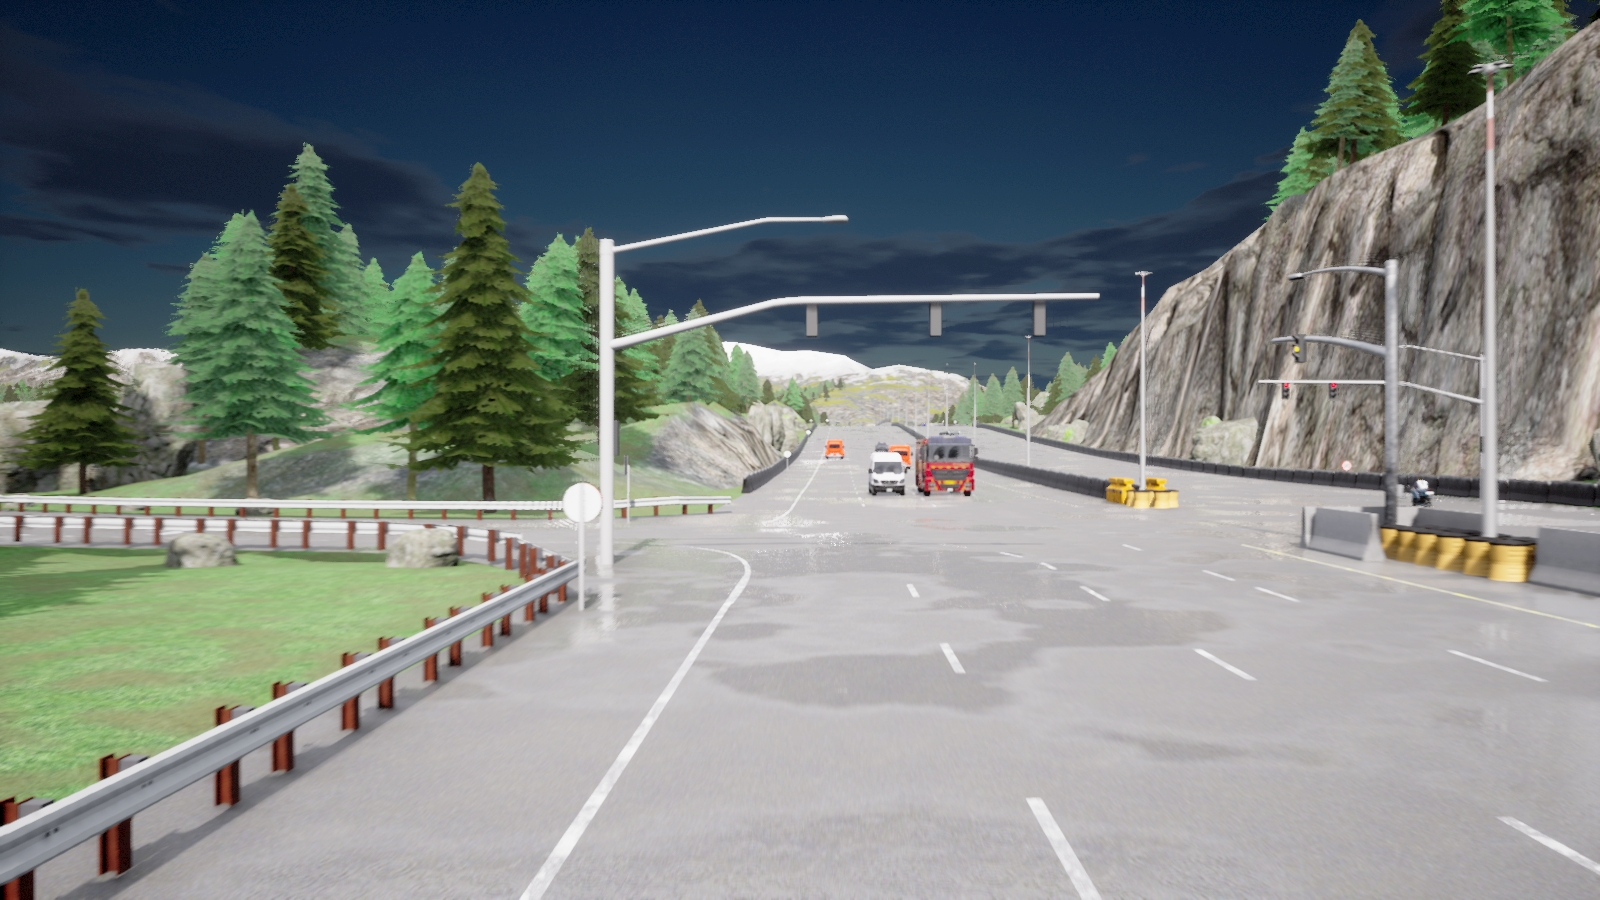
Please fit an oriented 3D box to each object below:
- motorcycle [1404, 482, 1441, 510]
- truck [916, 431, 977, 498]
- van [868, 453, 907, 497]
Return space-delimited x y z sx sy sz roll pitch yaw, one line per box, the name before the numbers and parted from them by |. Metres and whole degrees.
motorcycle | 29.371 2.160 53.927 0.803 1.217 2.033 -3 0 7
truck | 8.798 0.814 69.734 2.891 3.827 8.468 0 0 2
van | 5.292 1.457 69.932 1.988 2.561 5.915 0 0 1
